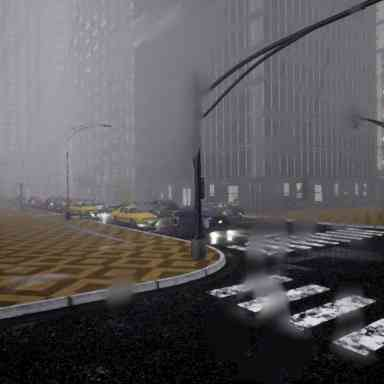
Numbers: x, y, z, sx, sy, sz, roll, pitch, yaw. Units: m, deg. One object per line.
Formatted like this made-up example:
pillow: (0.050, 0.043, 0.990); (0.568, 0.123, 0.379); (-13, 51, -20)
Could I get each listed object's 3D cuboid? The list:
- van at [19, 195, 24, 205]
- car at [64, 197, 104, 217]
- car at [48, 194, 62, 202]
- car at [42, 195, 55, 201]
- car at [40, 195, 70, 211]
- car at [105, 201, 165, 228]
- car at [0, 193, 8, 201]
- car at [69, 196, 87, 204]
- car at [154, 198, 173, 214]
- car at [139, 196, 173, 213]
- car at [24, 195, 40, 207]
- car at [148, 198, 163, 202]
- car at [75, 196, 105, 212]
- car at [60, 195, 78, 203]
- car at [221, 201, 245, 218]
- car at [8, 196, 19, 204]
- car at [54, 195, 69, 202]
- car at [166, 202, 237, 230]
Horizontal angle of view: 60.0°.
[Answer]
van: (-26.729, 1.303, 54.630); (1.690, 1.788, 3.998); (-1, 1, -36)
car: (-10.448, 1.533, 31.908); (1.752, 1.417, 4.829); (-1, 1, -36)
car: (-30.070, 1.256, 72.765); (1.967, 1.590, 4.097); (-1, 1, -36)
car: (-33.414, 1.332, 77.414); (1.752, 1.417, 4.829); (-1, 1, -36)
car: (-16.991, 1.429, 41.099); (1.967, 1.590, 4.097); (-1, 1, -36)
car: (-4.012, 1.552, 22.844); (1.752, 1.417, 4.829); (-1, 1, -36)
car: (-46.202, 1.449, 81.694); (1.887, 1.381, 4.507); (-1, 1, -36)
car: (-20.331, 1.389, 59.234); (1.887, 1.381, 4.507); (-1, 1, -36)
car: (-3.068, 1.439, 31.008); (1.837, 1.490, 4.892); (-1, 1, -36)
car: (-4.057, 1.328, 36.716); (1.967, 1.590, 4.097); (-1, 1, -36)
car: (-23.482, 1.411, 50.120); (1.967, 1.590, 4.097); (-1, 1, -36)
car: (-4.988, 1.527, 28.641); (2.033, 1.411, 5.357); (-1, 1, -36)
car: (-11.079, 1.455, 37.121); (2.128, 1.511, 4.902); (-1, 1, -36)
car: (-23.577, 1.386, 63.745); (2.008, 1.369, 4.403); (-1, 1, -36)
car: (2.495, 1.455, 27.736); (2.008, 1.369, 4.403); (-1, 1, -36)
car: (-33.219, 1.494, 63.653); (2.008, 1.369, 4.403); (-1, 1, -36)
car: (-26.823, 1.407, 68.255); (1.802, 1.307, 4.206); (-1, 1, -36)
car: (0.489, 1.558, 21.031); (1.994, 1.385, 4.181); (-1, 1, -36)
